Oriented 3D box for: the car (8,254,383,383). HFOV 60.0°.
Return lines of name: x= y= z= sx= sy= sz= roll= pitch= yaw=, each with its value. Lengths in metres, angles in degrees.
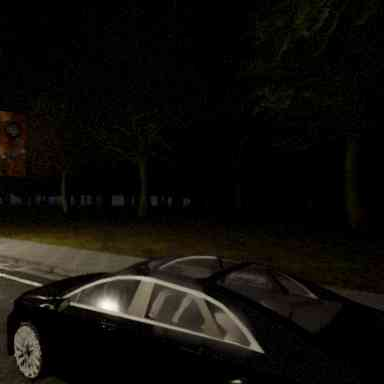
car: x=-0.253 y=1.512 z=3.864 sx=4.902 sy=1.511 sz=2.128 roll=-1 pitch=0 yaw=35
